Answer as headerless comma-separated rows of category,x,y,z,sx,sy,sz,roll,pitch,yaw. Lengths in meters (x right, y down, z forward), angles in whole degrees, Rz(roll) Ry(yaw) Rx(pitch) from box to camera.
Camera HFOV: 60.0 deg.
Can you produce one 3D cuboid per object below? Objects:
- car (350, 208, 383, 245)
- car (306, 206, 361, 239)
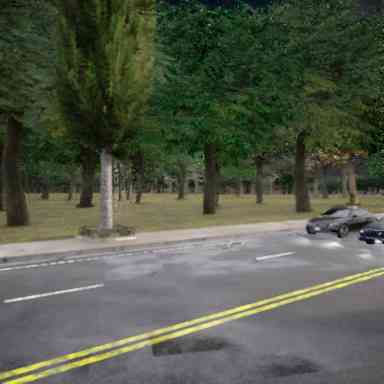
car,9.340,1.517,14.357,5.357,1.411,2.033,0,0,-36
car,7.910,1.494,17.331,4.674,1.442,1.812,0,0,-36
